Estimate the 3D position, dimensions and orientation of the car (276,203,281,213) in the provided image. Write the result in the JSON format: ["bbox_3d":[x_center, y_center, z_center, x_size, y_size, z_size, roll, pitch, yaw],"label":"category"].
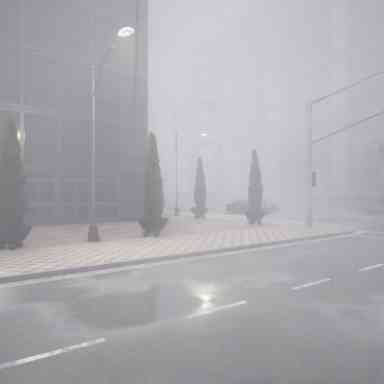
[{"bbox_3d":[7.426,1.407,36.322,2.097,1.767,4.553,0,0,-36],"label":"car"}]

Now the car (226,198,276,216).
[{"bbox_3d":[5.481,1.533,33.046,1.882,1.535,5.008,0,0,-36],"label":"car"}]
